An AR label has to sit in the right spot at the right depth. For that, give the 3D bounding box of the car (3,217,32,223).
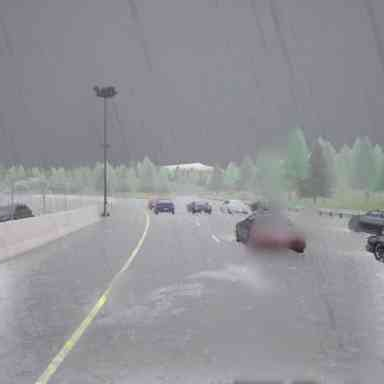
[{"bbox_3d":[-11.852,1.507,21.464,1.837,1.490,4.892,0,-1,-6],"label":"car"}]

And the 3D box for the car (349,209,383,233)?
[{"bbox_3d":[9.845,1.564,16.933,1.994,1.385,4.181,0,0,-4],"label":"car"}]

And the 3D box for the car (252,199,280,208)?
[{"bbox_3d":[7.625,1.489,35.006,2.128,1.511,4.902,0,0,-9],"label":"car"}]

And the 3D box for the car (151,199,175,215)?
[{"bbox_3d":[-2.954,1.478,34.676,1.882,1.535,5.008,0,0,-10],"label":"car"}]

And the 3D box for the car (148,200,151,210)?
[{"bbox_3d":[-4.745,1.601,43.909,1.895,1.301,4.718,0,0,-13],"label":"car"}]

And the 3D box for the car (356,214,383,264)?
[{"bbox_3d":[6.905,1.547,8.843,2.033,1.411,5.357,0,0,-3],"label":"car"}]

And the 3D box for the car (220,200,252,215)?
[{"bbox_3d":[4.242,1.526,34.048,1.812,1.442,4.674,0,0,-9],"label":"car"}]

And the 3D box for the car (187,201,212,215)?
[{"bbox_3d":[0.670,1.600,34.318,1.895,1.301,4.718,0,0,-9],"label":"car"}]

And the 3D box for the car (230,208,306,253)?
[{"bbox_3d":[3.055,1.564,13.717,1.994,1.385,4.181,0,0,-4],"label":"car"}]
